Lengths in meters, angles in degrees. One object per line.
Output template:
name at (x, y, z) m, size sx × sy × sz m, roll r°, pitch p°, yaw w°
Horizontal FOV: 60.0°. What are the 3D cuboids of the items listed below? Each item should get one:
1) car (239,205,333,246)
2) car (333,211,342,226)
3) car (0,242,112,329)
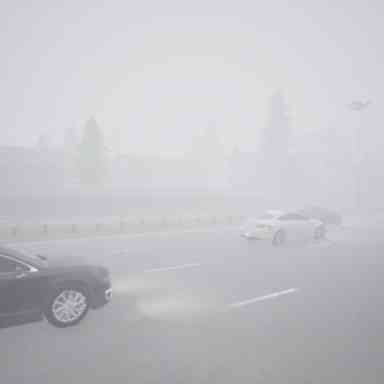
car at (4.234, 1.549, 15.359) m, size 4.674 × 1.442 × 1.812 m, roll 0°, pitch 0°, yaw -35°
car at (8.342, 1.602, 22.592) m, size 4.181 × 1.385 × 1.994 m, roll 0°, pitch 0°, yaw -35°
car at (-3.748, 1.505, 5.371) m, size 4.892 × 1.490 × 1.837 m, roll 0°, pitch 0°, yaw -35°
